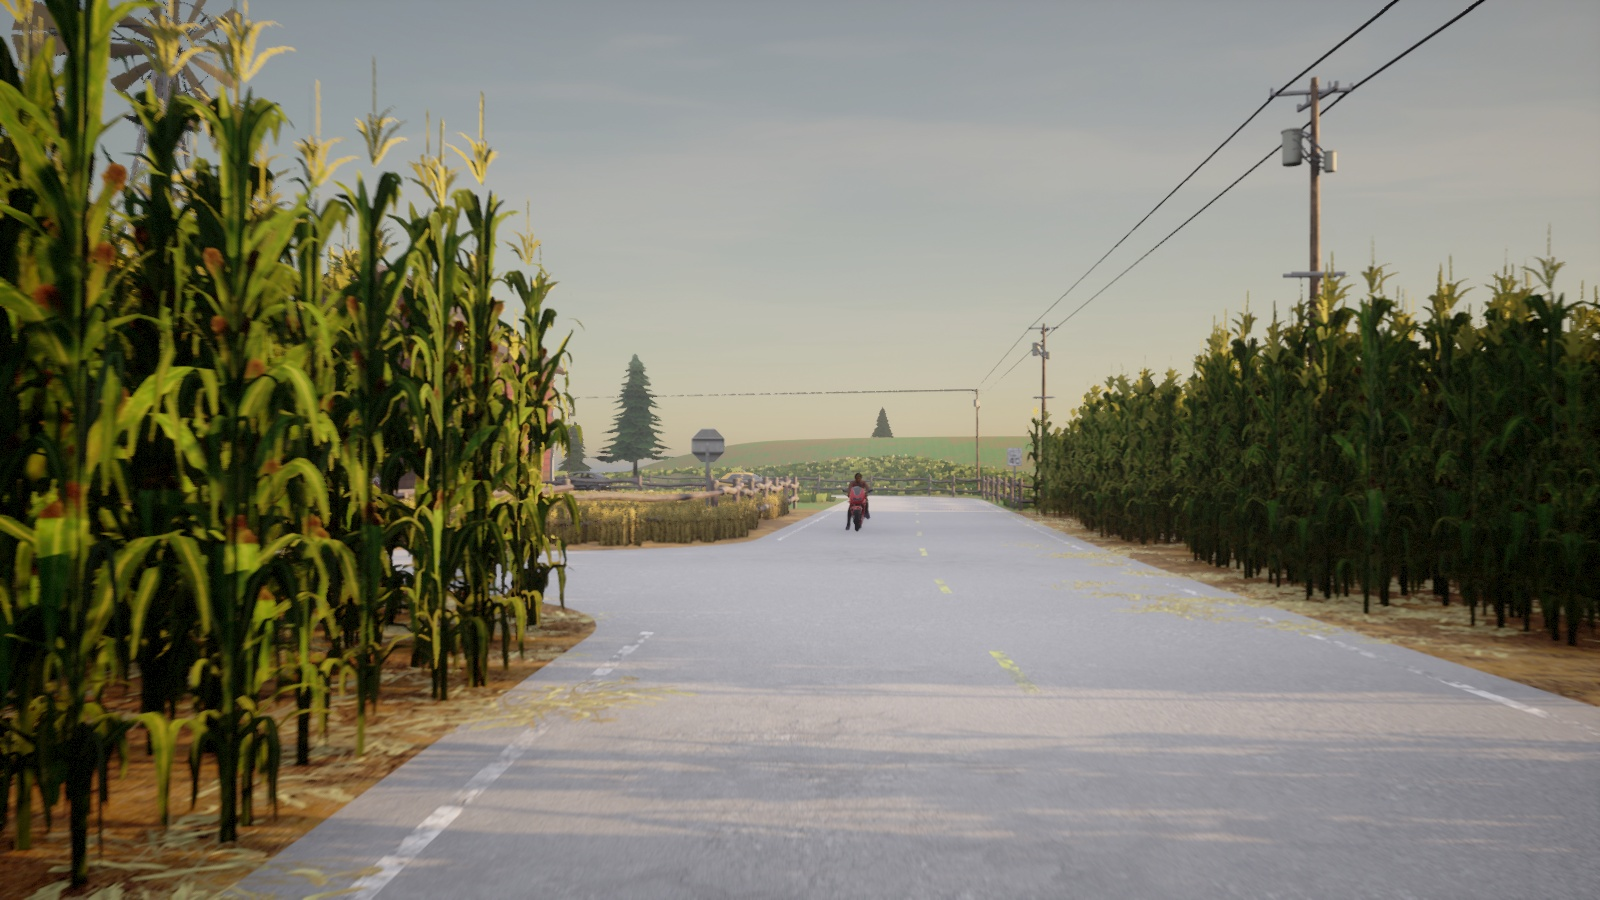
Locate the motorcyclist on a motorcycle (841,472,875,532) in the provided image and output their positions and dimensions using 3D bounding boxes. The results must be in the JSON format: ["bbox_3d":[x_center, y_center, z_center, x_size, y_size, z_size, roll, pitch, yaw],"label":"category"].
[{"bbox_3d":[1.545,1.346,33.146,0.797,1.523,2.044,0,-1,5],"label":"motorcyclist on a motorcycle"}]

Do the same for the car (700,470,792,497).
[{"bbox_3d":[-3.281,2.053,76.865,5.366,1.575,1.801,0,-1,11],"label":"car"}]

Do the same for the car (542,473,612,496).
[{"bbox_3d":[-14.596,2.263,82.241,4.193,1.474,1.816,0,-1,11],"label":"car"}]
